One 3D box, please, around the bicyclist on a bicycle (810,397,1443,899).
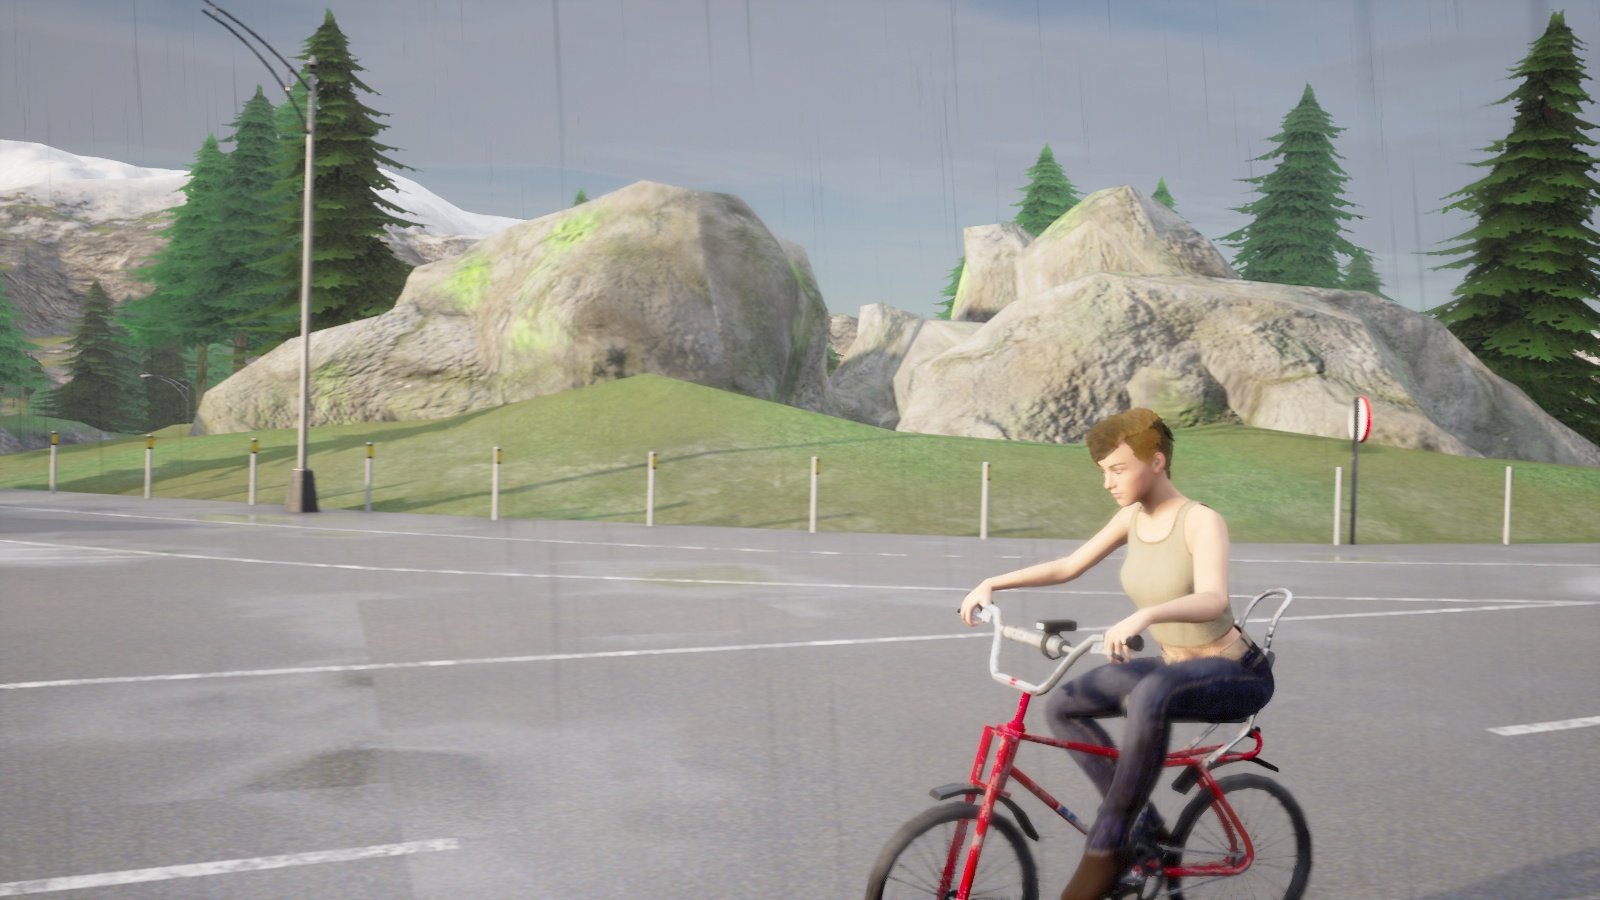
[{"bbox_3d":[0.897,0.667,3.573,1.509,1.612,0.866,-1,1,-21],"label":"bicyclist on a bicycle"}]
